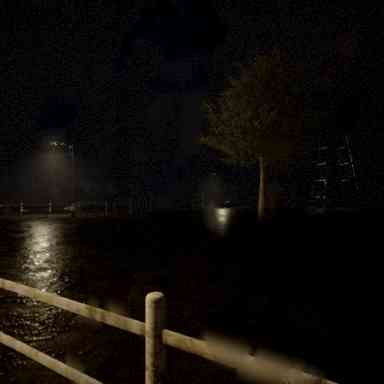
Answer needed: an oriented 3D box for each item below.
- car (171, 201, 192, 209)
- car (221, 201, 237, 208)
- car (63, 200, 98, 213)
[{"bbox_3d":[-2.008,2.440,62.110,2.128,1.511,4.902,-2,-2,36],"label":"car"},{"bbox_3d":[7.718,2.626,69.445,1.994,1.385,4.181,-2,-2,36],"label":"car"},{"bbox_3d":[-14.844,1.922,44.340,2.097,1.767,4.553,-2,-2,35],"label":"car"}]
